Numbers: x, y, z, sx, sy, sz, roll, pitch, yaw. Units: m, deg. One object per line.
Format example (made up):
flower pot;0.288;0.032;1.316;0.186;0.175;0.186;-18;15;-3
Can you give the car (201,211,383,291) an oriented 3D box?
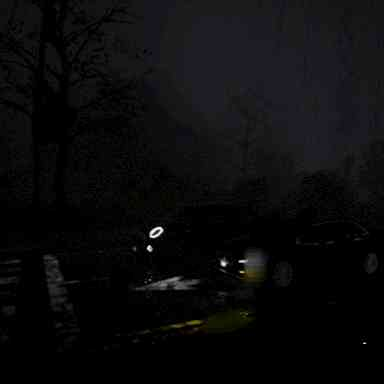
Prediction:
car;2.898;1.380;8.605;4.892;1.490;1.837;0;1;-26

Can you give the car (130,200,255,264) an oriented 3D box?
car;0.318;1.140;10.956;4.553;1.767;2.097;1;1;-26
